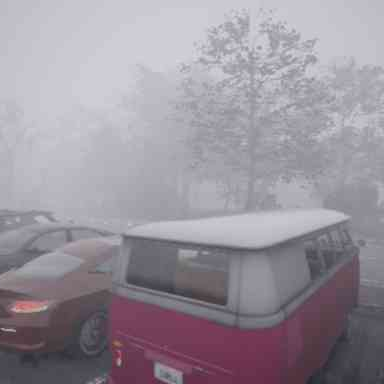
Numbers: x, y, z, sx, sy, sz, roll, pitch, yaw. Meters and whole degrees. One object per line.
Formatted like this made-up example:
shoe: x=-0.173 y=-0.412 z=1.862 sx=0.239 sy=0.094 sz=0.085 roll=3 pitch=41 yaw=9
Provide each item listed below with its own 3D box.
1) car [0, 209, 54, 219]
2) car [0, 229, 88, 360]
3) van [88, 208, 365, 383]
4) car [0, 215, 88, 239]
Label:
car: x=-5.766 y=1.361 z=9.304 sx=2.185 sy=1.767 sz=4.553 roll=0 pitch=0 yaw=36
car: x=-1.267 y=1.524 z=6.050 sx=2.002 sy=1.452 sz=4.674 roll=0 pitch=0 yaw=36
van: x=1.061 y=1.256 z=4.533 sx=1.878 sy=1.987 sz=4.442 roll=0 pitch=0 yaw=36
car: x=-3.522 y=1.485 z=7.670 sx=2.097 sy=1.535 sz=5.008 roll=0 pitch=0 yaw=36
